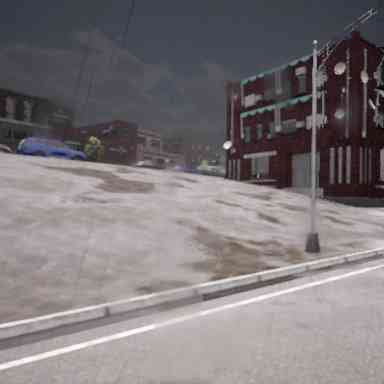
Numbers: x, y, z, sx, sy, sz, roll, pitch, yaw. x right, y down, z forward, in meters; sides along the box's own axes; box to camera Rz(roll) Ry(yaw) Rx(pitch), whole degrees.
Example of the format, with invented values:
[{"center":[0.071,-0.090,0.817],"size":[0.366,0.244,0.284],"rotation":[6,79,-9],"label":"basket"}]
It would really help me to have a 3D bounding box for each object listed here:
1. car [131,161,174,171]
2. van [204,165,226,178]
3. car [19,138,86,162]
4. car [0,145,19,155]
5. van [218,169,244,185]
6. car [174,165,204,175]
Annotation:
[{"center":[-4.614,-2.693,36.835],"size":[2.002,1.452,4.674],"rotation":[0,-2,41],"label":"car"},{"center":[2.532,-2.513,45.480],"size":[1.878,1.987,4.442],"rotation":[0,-2,39],"label":"van"},{"center":[-11.944,-3.336,28.590],"size":[2.435,2.045,5.566],"rotation":[0,-1,44],"label":"car"},{"center":[-15.816,-3.355,24.529],"size":[2.185,1.767,4.553],"rotation":[0,-1,45],"label":"car"},{"center":[5.915,-2.261,49.858],"size":[1.878,1.987,4.442],"rotation":[0,-2,38],"label":"van"},{"center":[-1.054,-2.484,41.078],"size":[2.002,1.452,4.674],"rotation":[0,-2,40],"label":"car"}]
